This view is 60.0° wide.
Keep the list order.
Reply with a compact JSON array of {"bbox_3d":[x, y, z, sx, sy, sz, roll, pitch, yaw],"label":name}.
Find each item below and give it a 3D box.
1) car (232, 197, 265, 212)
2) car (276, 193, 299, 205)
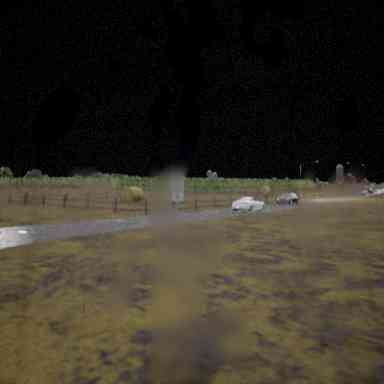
[{"bbox_3d":[5.569,1.201,32.637,1.812,1.442,4.674,0,0,35],"label":"car"},{"bbox_3d":[14.272,0.932,49.667,2.097,1.767,4.553,0,0,35],"label":"car"}]
